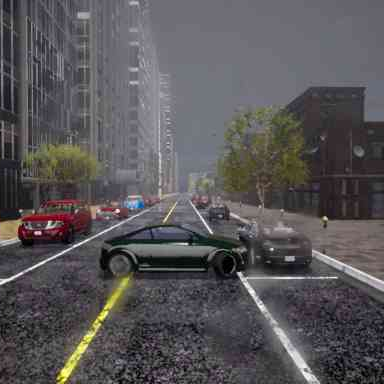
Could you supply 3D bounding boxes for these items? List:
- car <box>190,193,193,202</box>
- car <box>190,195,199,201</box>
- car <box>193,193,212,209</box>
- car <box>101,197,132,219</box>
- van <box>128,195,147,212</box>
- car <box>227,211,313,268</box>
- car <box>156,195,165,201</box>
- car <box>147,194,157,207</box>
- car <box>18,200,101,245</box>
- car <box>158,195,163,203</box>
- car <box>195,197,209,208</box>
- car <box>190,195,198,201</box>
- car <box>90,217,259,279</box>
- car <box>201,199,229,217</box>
[{"bbox_3d":[0.899,1.291,71.949,2.192,1.841,5.009,-1,0,-1],"label":"car"},{"bbox_3d":[0.624,1.537,83.014,1.947,1.339,4.313,-1,0,-1],"label":"car"},{"bbox_3d":[1.595,1.301,44.285,2.192,1.841,5.009,-1,0,-1],"label":"car"},{"bbox_3d":[-6.356,1.432,26.757,1.967,1.590,4.097,-1,0,-1],"label":"car"},{"bbox_3d":[-6.643,1.329,38.551,1.690,1.788,3.998,-1,0,-1],"label":"van"},{"bbox_3d":[2.564,1.548,11.092,2.008,1.369,4.403,-1,0,-1],"label":"car"},{"bbox_3d":[-7.750,1.497,82.645,1.752,1.417,4.829,-1,0,-1],"label":"car"},{"bbox_3d":[-6.921,1.299,49.617,2.192,1.841,5.009,-1,0,-1],"label":"car"},{"bbox_3d":[-6.170,1.310,15.689,2.192,1.841,5.009,-1,0,-1],"label":"car"},{"bbox_3d":[-7.336,1.522,66.216,1.887,1.381,4.507,-1,0,-1],"label":"car"},{"bbox_3d":[1.455,1.509,49.988,1.752,1.417,4.829,-1,0,-1],"label":"car"},{"bbox_3d":[0.486,1.551,88.547,1.802,1.307,4.206,-1,0,-1],"label":"car"},{"bbox_3d":[-0.455,1.557,9.490,4.181,1.385,1.994,0,0,-1],"label":"car"},{"bbox_3d":[2.047,1.543,26.952,2.008,1.369,4.403,-1,0,-1],"label":"car"}]
